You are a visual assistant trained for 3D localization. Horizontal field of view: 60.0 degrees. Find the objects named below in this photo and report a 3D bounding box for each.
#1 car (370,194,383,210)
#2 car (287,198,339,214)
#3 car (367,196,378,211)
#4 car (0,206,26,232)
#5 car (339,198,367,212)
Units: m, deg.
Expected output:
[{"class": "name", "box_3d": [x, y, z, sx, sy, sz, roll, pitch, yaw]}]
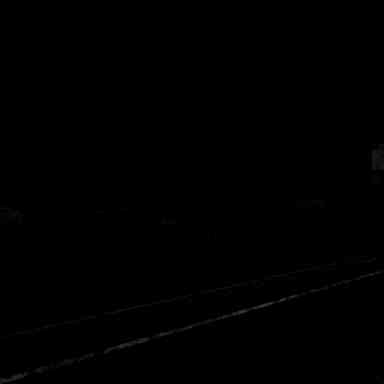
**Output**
[{"class": "car", "box_3d": [23.857, 1.383, 43.478, 2.185, 1.767, 4.553, 1, 0, -36]}, {"class": "car", "box_3d": [12.503, 1.440, 35.418, 2.097, 1.535, 5.008, 0, 0, -35]}, {"class": "car", "box_3d": [19.304, 1.512, 40.272, 2.002, 1.452, 4.674, 0, 0, -35]}, {"class": "car", "box_3d": [-10.701, 1.491, 18.896, 2.002, 1.452, 4.674, 0, 0, -35]}, {"class": "car", "box_3d": [17.033, 1.457, 38.657, 2.097, 1.535, 5.008, 0, 0, -35]}]
